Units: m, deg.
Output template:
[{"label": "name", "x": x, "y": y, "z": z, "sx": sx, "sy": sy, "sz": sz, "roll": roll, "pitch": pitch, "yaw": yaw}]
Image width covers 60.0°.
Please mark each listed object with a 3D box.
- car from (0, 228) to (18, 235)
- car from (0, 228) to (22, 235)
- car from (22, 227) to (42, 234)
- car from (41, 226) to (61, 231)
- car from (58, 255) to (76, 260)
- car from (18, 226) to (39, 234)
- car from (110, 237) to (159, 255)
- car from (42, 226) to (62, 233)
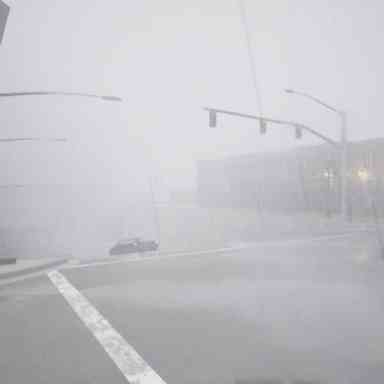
[{"label": "car", "x": -43.863, "y": 9.280, "z": 78.702, "sx": 4.536, "sy": 1.218, "sz": 1.853, "roll": 0, "pitch": 0, "yaw": 11}, {"label": "car", "x": -43.812, "y": 9.438, "z": 78.692, "sx": 4.974, "sy": 1.542, "sz": 2.038, "roll": 0, "pitch": 0, "yaw": 11}, {"label": "car", "x": -39.933, "y": 9.432, "z": 81.181, "sx": 2.038, "sy": 1.542, "sz": 4.974, "roll": 0, "pitch": 0, "yaw": 21}, {"label": "car", "x": -35.886, "y": 9.268, "z": 84.730, "sx": 4.536, "sy": 1.218, "sz": 1.853, "roll": 0, "pitch": 0, "yaw": -4}, {"label": "car", "x": -15.514, "y": 8.435, "z": 40.761, "sx": 1.882, "sy": 1.535, "sz": 5.008, "roll": 0, "pitch": -9, "yaw": -33}, {"label": "car", "x": -39.915, "y": 9.275, "z": 81.229, "sx": 1.853, "sy": 1.218, "sz": 4.536, "roll": 0, "pitch": 0, "yaw": 21}, {"label": "car", "x": -4.045, "y": 3.807, "z": 22.881, "sx": 1.895, "sy": 1.301, "sz": 4.718, "roll": -1, "pitch": -12, "yaw": -33}, {"label": "car", "x": -35.835, "y": 9.426, "z": 84.734, "sx": 4.974, "sy": 1.542, "sz": 2.038, "roll": 0, "pitch": 0, "yaw": -4}]
